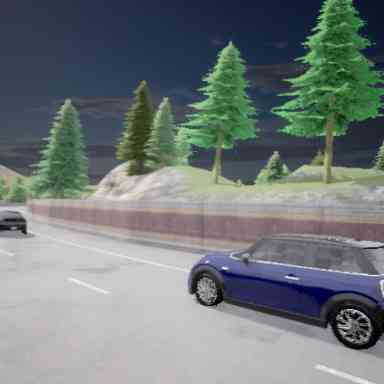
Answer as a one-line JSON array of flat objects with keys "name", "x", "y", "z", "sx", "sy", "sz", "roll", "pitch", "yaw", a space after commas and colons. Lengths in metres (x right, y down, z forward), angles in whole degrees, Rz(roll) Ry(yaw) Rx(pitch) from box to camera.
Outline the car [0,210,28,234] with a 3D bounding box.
[{"name": "car", "x": -12.469, "y": 2.007, "z": 22.328, "sx": 1.837, "sy": 1.490, "sz": 4.892, "roll": 3, "pitch": -2, "yaw": -39}]

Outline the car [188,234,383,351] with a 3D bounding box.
[{"name": "car", "x": 2.062, "y": 1.678, "z": 7.141, "sx": 4.553, "sy": 1.767, "sz": 2.097, "roll": 0, "pitch": -3, "yaw": 41}]
